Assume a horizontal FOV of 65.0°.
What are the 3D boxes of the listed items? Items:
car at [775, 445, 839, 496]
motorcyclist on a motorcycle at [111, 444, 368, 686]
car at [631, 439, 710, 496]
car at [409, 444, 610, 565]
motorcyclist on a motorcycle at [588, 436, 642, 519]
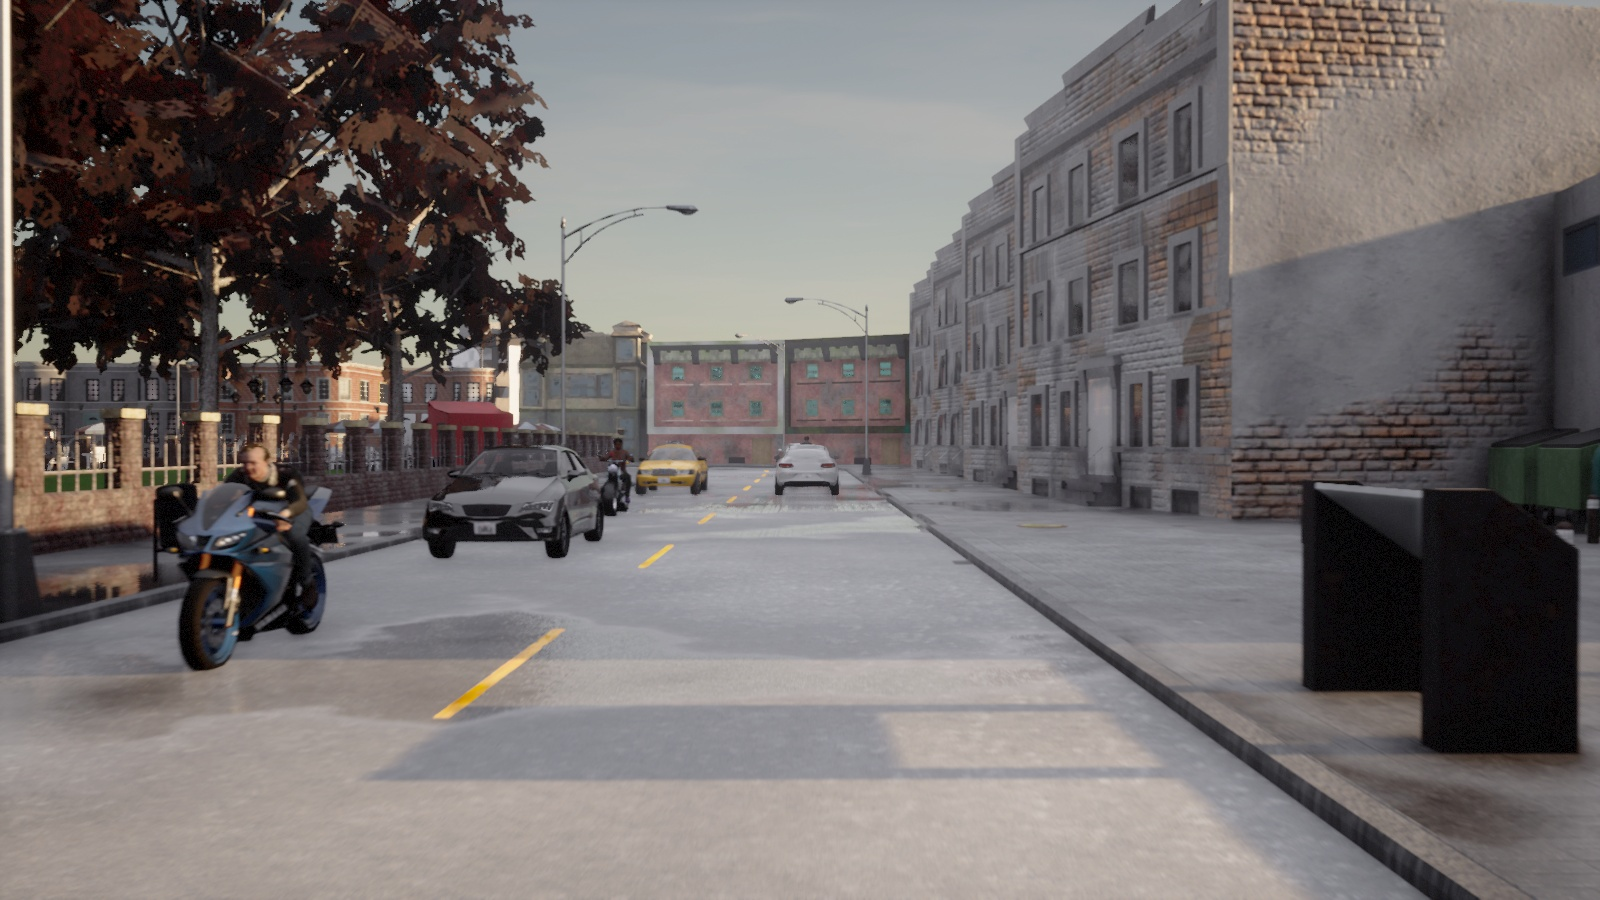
[{"bbox_3d":[0.205,0.561,37.498,1.812,1.442,4.674,0,0,0],"label":"car"},{"bbox_3d":[-3.933,0.727,9.070,0.866,1.530,2.191,0,0,0],"label":"motorcyclist on a motorcycle"},{"bbox_3d":[-3.794,0.470,37.748,1.801,1.575,5.366,0,0,0],"label":"car"},{"bbox_3d":[-3.886,0.658,17.526,1.816,1.474,4.193,0,0,0],"label":"car"},{"bbox_3d":[-3.844,0.546,26.262,0.766,1.649,2.350,0,0,0],"label":"motorcyclist on a motorcycle"}]
